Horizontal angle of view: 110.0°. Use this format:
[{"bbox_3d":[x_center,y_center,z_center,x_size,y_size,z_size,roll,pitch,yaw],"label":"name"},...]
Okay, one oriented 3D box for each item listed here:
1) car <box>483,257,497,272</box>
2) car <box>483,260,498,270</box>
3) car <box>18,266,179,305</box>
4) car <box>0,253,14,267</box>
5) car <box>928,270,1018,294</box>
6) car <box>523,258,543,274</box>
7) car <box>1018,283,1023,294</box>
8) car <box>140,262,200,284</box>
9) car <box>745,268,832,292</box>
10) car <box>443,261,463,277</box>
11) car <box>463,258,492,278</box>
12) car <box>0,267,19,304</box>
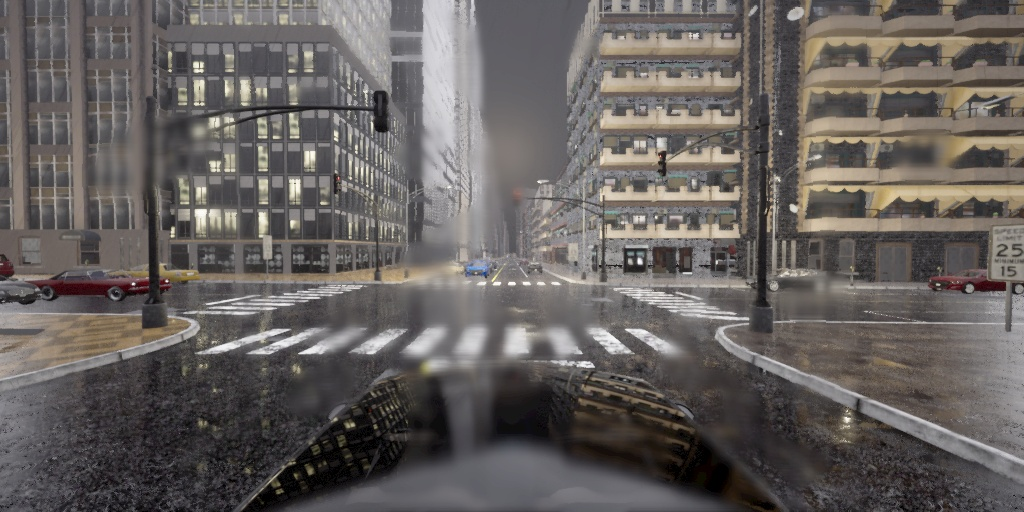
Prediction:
[{"bbox_3d":[-3.174,1.230,43.318,2.128,1.511,4.902,0,0,0],"label":"car"},{"bbox_3d":[-3.192,1.337,53.608,1.895,1.301,4.718,0,0,0],"label":"car"},{"bbox_3d":[-18.052,1.231,15.833,4.718,1.301,1.895,0,1,1],"label":"car"},{"bbox_3d":[-33.654,0.712,21.822,5.009,1.841,2.192,0,0,1],"label":"car"},{"bbox_3d":[27.336,1.462,21.085,4.507,1.381,1.888,0,0,1],"label":"car"},{"bbox_3d":[2.610,1.289,41.662,2.007,1.370,4.403,0,0,0],"label":"car"},{"bbox_3d":[21.694,1.576,12.773,4.313,1.339,1.948,0,0,1],"label":"car"},{"bbox_3d":[-21.707,1.029,21.641,4.829,1.417,1.751,0,0,1],"label":"car"},{"bbox_3d":[16.270,1.376,21.218,4.403,1.370,2.007,0,0,1],"label":"car"},{"bbox_3d":[-5.759,1.265,35.821,1.751,1.417,4.829,0,0,0],"label":"car"},{"bbox_3d":[-3.155,1.218,33.627,1.882,1.535,5.008,0,0,-1],"label":"car"},{"bbox_3d":[-20.310,1.204,13.310,4.403,1.370,2.007,0,0,1],"label":"car"}]
